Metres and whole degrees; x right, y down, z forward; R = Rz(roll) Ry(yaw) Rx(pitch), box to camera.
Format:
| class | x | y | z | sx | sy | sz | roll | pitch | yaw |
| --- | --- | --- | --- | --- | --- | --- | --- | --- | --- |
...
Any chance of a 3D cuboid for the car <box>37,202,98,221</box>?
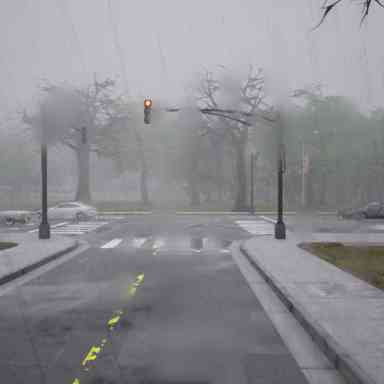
| class | x | y | z | sx | sy | sz | roll | pitch | yaw |
| --- | --- | --- | --- | --- | --- | --- | --- | --- | --- |
| car | -9.853 | 1.513 | 26.380 | 4.674 | 1.442 | 1.812 | 0 | 0 | 0 |

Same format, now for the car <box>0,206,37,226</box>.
| class | x | y | z | sx | sy | sz | roll | pitch | yaw |
| --- | --- | --- | --- | --- | --- | --- | --- | --- | --- |
| car | -13.643 | 1.589 | 22.932 | 4.718 | 1.301 | 1.895 | 0 | 0 | 0 |

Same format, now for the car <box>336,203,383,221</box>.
| class | x | y | z | sx | sy | sz | roll | pitch | yaw |
| --- | --- | --- | --- | --- | --- | --- | --- | --- | --- |
| car | 14.436 | 1.567 | 26.361 | 5.357 | 1.411 | 2.033 | 0 | 0 | 0 |
